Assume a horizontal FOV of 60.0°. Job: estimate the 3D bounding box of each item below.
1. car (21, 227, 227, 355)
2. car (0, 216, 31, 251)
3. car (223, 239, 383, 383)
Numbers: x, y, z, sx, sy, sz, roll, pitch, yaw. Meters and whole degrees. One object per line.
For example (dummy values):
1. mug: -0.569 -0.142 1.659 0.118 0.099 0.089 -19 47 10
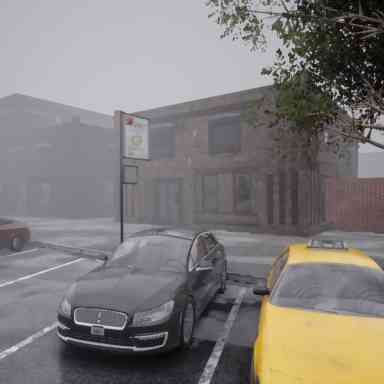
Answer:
1. car: -0.514 1.488 6.466 2.231 1.521 4.892 1 -1 16
2. car: -7.830 1.530 11.708 2.002 1.452 4.674 1 -1 16
3. car: 1.873 1.481 4.535 1.946 1.575 5.366 1 -1 16
